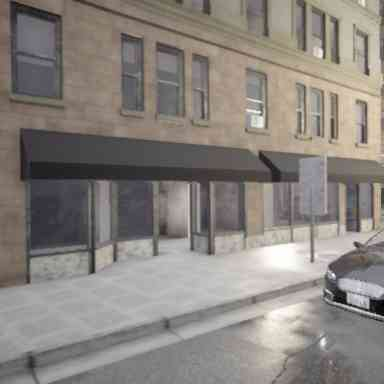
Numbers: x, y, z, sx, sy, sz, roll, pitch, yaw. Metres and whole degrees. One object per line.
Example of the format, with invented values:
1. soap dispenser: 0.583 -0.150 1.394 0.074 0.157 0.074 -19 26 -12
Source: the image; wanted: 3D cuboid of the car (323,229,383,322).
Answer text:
1. car: 4.602 1.417 6.630 4.902 1.511 2.128 -1 0 -35
